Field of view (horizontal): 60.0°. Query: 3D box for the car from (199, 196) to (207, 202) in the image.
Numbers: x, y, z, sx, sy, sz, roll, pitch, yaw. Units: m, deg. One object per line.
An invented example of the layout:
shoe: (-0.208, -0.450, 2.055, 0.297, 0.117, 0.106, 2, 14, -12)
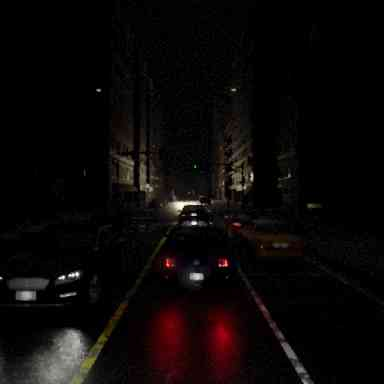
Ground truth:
car: (2.702, 1.760, 82.054, 1.887, 1.381, 4.507, 0, 0, 0)

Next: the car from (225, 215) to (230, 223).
car: (2.651, 1.632, 17.451, 1.802, 1.307, 4.206, 0, 0, 0)

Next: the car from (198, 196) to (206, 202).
car: (2.706, 1.779, 87.508, 2.008, 1.369, 4.403, 0, 0, 0)

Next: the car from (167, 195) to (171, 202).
car: (-5.341, 1.690, 60.080, 1.752, 1.417, 4.829, 0, 0, 0)

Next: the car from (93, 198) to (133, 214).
car: (-5.370, 1.380, 22.879, 2.192, 1.841, 5.009, 0, 0, 0)

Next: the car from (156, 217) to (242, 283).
car: (0.109, 1.630, 9.755, 1.895, 1.301, 4.718, 0, 0, 0)

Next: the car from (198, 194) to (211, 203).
car: (2.689, 1.618, 65.691, 1.967, 1.590, 4.097, 0, 0, 0)

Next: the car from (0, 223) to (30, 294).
car: (-5.382, 1.571, 6.640, 2.008, 1.369, 4.403, 0, 0, 0)

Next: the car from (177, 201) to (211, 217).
car: (0.118, 1.564, 21.449, 1.837, 1.490, 4.892, 0, -1, 0)

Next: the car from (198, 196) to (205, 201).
car: (2.710, 1.766, 93.132, 1.752, 1.417, 4.829, 0, 0, 0)

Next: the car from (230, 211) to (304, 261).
car: (2.647, 1.562, 12.208, 1.752, 1.417, 4.829, 0, 0, 0)

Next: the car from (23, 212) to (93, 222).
car: (-5.378, 1.587, 12.053, 2.008, 1.369, 4.403, 0, 0, 0)

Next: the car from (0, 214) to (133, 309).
car: (-2.834, 1.516, 8.138, 2.128, 1.511, 4.902, 0, 0, 0)

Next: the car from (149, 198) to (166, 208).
car: (-5.349, 1.688, 49.342, 2.008, 1.369, 4.403, 0, 0, 0)

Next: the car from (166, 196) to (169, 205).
car: (-5.345, 1.696, 54.796, 1.887, 1.381, 4.507, 0, 0, 0)

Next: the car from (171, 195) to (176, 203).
car: (-5.328, 1.769, 76.612, 1.947, 1.339, 4.313, 0, 0, 0)
